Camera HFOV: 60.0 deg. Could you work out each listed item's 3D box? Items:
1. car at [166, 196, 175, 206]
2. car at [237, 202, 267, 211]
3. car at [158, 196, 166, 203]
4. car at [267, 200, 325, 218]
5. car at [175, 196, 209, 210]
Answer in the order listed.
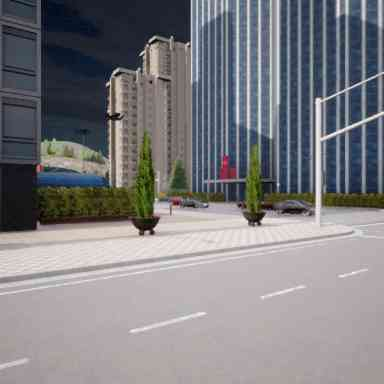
[{"bbox_3d":[-1.644,1.477,52.395,1.882,1.535,5.008,0,0,-36],"label":"car"},{"bbox_3d":[7.589,1.601,39.612,1.895,1.301,4.718,0,0,-36],"label":"car"},{"bbox_3d":[-5.345,1.498,69.719,2.128,1.511,4.902,0,0,-36],"label":"car"},{"bbox_3d":[9.785,1.491,30.618,2.128,1.511,4.902,0,0,-36],"label":"car"},{"bbox_3d":[0.282,1.492,43.742,2.128,1.511,4.902,0,0,-36],"label":"car"}]
